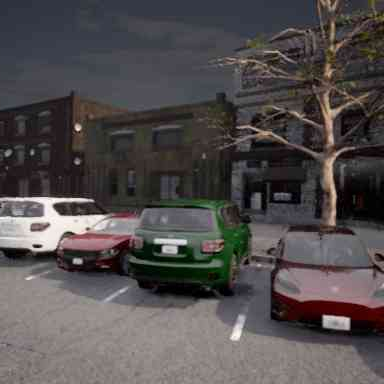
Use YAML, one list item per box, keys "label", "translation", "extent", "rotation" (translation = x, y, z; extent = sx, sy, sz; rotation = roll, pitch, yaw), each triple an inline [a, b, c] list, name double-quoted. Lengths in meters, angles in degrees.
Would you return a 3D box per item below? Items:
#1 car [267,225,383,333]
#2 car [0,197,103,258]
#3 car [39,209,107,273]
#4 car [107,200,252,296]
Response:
- label: "car"
  translation: [2.728, 1.510, 7.115]
  extent: [2.163, 1.488, 4.792]
  rotation: [1, -1, 16]
- label: "car"
  translation: [-4.600, 1.225, 12.412]
  extent: [2.435, 2.045, 5.566]
  rotation: [0, -1, 15]
- label: "car"
  translation: [-2.157, 1.477, 10.638]
  extent: [2.097, 1.535, 5.008]
  rotation: [1, -1, 16]
- label: "car"
  translation: [0.290, 1.228, 8.921]
  extent: [2.435, 2.045, 5.566]
  rotation: [0, -1, 16]
